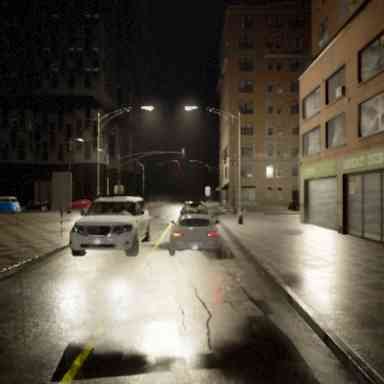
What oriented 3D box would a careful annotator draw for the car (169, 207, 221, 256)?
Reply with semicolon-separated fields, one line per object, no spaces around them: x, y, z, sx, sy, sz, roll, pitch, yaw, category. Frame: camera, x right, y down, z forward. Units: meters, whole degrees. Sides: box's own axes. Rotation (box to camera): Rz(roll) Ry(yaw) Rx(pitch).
0.114;1.530;12.974;1.812;1.442;4.674;0;0;0;car

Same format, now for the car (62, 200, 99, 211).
-14.424;1.714;43.158;4.206;1.307;1.802;0;0;0;car

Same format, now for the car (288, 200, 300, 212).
12.143;1.423;34.578;4.313;1.339;1.947;0;0;0;car

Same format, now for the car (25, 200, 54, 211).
-20.072;1.739;43.170;4.313;1.339;1.947;0;0;0;car

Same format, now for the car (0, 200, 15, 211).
-25.721;1.763;43.182;4.403;1.369;2.008;0;0;0;car

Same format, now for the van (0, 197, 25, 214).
-20.083;1.436;34.646;3.998;1.788;1.690;0;0;0;van

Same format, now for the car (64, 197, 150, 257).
-2.992;1.225;13.302;2.150;2.045;5.566;0;0;0;car

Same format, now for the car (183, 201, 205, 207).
0.115;1.433;22.838;2.033;1.649;4.856;0;0;-2;car
